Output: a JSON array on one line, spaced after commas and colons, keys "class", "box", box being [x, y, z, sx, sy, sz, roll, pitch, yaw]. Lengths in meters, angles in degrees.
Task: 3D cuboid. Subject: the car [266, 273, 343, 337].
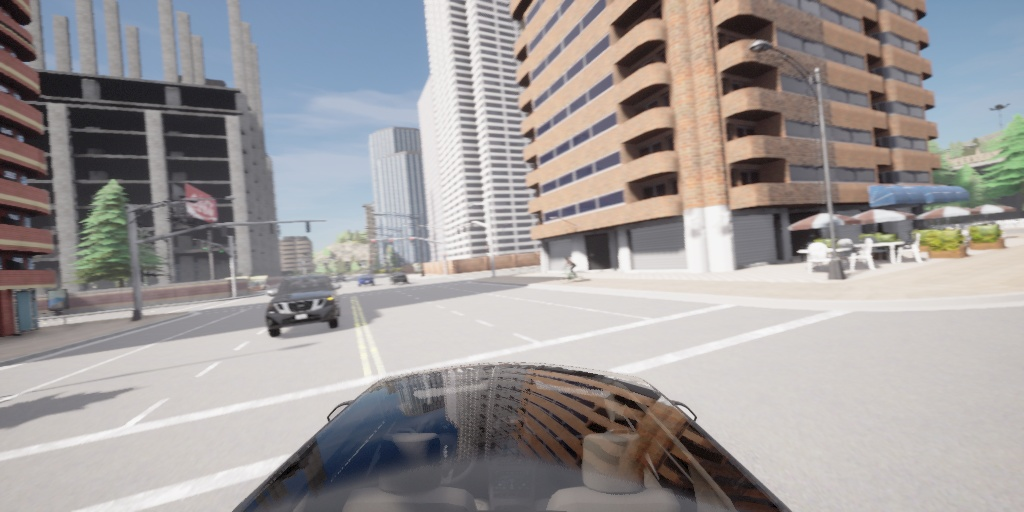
[{"class": "car", "box": [-8.179, 1.782, 14.441, 2.150, 2.045, 5.566, -5, 0, -25]}]

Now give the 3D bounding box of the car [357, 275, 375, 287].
[{"class": "car", "box": [-19.389, 3.215, 47.621, 1.882, 1.535, 5.008, -5, 0, -25]}]

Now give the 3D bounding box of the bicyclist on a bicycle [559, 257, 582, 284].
[{"class": "bicyclist on a bicycle", "box": [3.500, 0.840, 21.617, 1.656, 1.620, 0.582, -5, 0, -25]}]

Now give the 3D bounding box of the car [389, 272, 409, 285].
[{"class": "car", "box": [-13.925, 2.733, 44.050, 1.837, 1.490, 4.892, -5, 0, -24]}]
